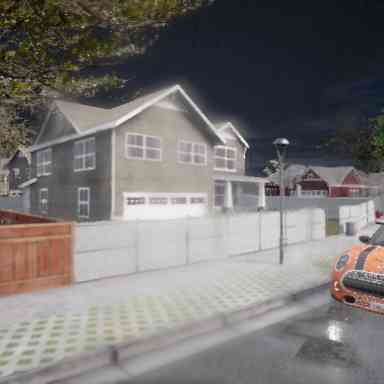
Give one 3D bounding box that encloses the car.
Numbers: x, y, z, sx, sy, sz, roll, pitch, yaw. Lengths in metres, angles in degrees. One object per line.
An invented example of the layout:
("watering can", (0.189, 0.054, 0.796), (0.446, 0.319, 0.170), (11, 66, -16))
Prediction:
("car", (4.895, 1.365, 7.128), (4.553, 1.767, 2.097), (0, 0, -40))
